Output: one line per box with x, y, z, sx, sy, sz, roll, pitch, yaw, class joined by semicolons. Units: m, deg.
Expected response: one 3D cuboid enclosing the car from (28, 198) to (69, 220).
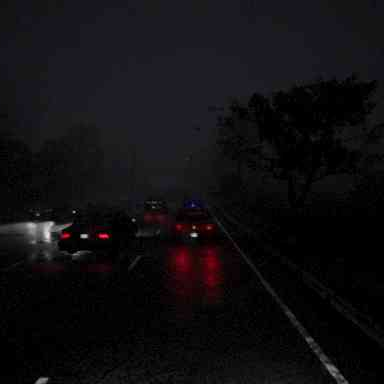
-10.605;1.261;25.303;2.128;1.511;4.902;0;1;0;car

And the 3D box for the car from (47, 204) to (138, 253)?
-3.407;1.431;13.042;2.033;1.411;5.357;0;0;0;car

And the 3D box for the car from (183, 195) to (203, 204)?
0.089;0.989;33.523;1.882;1.535;5.008;0;3;0;car

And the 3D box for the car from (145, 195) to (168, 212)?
-3.412;1.063;32.194;2.128;1.511;4.902;0;2;0;car

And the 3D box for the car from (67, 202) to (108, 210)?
-7.107;1.385;24.216;1.895;1.301;4.718;0;1;0;car

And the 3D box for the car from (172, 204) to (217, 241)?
0.093;1.460;15.888;1.895;1.301;4.718;0;0;0;car
